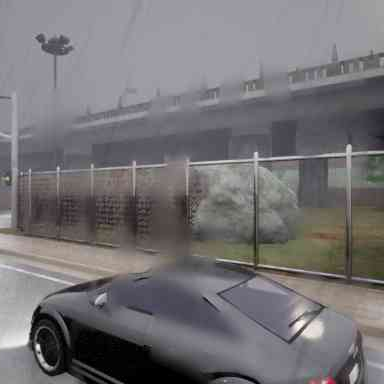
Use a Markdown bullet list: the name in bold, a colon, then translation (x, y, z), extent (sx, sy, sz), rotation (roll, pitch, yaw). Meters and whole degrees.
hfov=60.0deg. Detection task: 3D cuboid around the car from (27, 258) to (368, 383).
- **car**: translation (-0.189, 1.564, 4.125), extent (4.181, 1.385, 1.994), rotation (0, 0, 36)
